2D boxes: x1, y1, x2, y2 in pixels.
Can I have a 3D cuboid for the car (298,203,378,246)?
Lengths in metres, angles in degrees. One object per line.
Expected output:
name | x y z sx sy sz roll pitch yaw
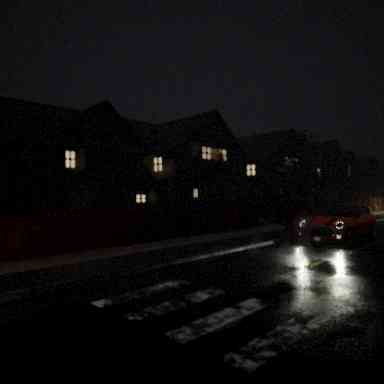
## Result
car | 6.671 1.316 15.126 4.553 1.767 2.097 -1 -1 -44
